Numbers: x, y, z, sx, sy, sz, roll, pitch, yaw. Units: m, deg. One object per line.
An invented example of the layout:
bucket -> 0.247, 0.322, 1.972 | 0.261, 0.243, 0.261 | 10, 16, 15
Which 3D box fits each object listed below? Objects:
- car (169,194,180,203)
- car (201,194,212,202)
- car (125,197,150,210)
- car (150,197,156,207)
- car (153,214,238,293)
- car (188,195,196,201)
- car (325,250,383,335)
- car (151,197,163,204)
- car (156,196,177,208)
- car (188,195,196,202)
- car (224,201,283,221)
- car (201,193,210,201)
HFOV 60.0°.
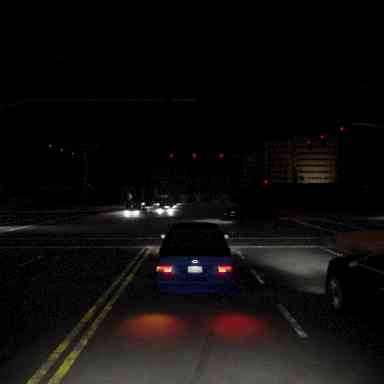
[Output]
car -> -3.652, 1.492, 57.325 | 2.128, 1.511, 4.902 | 0, 0, 0
car -> 3.407, 1.344, 74.756 | 2.097, 1.767, 4.553 | 0, 0, 0
car -> -7.194, 1.491, 42.628 | 2.128, 1.511, 4.902 | 0, 0, 2
car -> -7.157, 1.547, 52.453 | 2.033, 1.411, 5.357 | 0, 0, 0
car -> 0.072, 1.547, 8.962 | 2.033, 1.411, 5.357 | 0, 0, 0
car -> -0.105, 1.425, 84.736 | 1.994, 1.385, 4.181 | 0, 0, 0
car -> 3.557, 1.491, 4.721 | 2.128, 1.511, 4.902 | 0, 0, 0
car -> -7.099, 1.601, 67.167 | 1.895, 1.301, 4.718 | 0, 0, 0
car -> -3.649, 1.601, 47.643 | 1.895, 1.301, 4.718 | 0, 0, 0
car -> -0.092, 1.531, 74.462 | 2.033, 1.411, 5.357 | 0, 0, 0
car -> 4.953, 1.507, 26.738 | 4.892, 1.490, 1.837 | 1, -1, -19
car -> 3.395, 1.228, 84.712 | 2.097, 1.767, 4.553 | 0, 0, 0
